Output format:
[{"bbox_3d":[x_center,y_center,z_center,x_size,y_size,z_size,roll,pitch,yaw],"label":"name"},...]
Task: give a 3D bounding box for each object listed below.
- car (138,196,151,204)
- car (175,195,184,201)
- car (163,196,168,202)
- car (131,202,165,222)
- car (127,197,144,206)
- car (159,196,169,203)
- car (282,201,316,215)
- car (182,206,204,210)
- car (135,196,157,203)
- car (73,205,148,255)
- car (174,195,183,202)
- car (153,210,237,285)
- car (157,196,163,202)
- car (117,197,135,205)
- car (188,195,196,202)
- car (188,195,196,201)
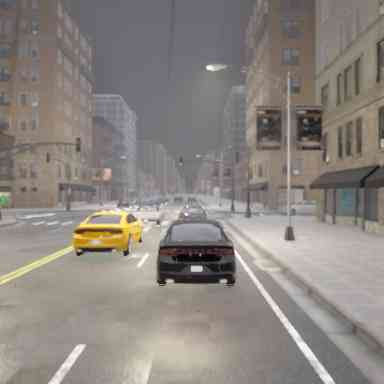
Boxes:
[{"bbox_3d":[-9.738,1.645,68.732,2.128,1.511,4.902,0,0,0],"label":"car"},{"bbox_3d":[-3.235,1.563,88.293,2.033,1.411,5.357,0,0,0],"label":"car"},{"bbox_3d":[-6.488,1.667,66.899,2.033,1.411,5.357,0,0,0],"label":"car"},{"bbox_3d":[-3.144,1.649,24.946,1.895,1.301,4.718,0,0,0],"label":"car"},{"bbox_3d":[-9.796,1.598,58.500,2.128,1.511,4.902,0,0,1],"label":"car"},{"bbox_3d":[-6.486,1.623,77.073,1.837,1.490,4.892,0,0,0],"label":"car"},{"bbox_3d":[11.726,1.629,34.512,4.674,1.442,1.812,0,0,0],"label":"car"},{"bbox_3d":[0.058,1.589,21.228,2.033,1.411,5.357,0,0,0],"label":"car"},{"bbox_3d":[-6.577,1.615,47.647,1.812,1.442,4.674,0,0,0],"label":"car"},{"bbox_3d":[-3.151,1.504,13.391,1.882,1.535,5.008,0,0,0],"label":"car"},{"bbox_3d":[-3.236,1.634,77.873,1.837,1.490,4.892,0,0,0],"label":"car"},{"bbox_3d":[0.102,1.497,9.572,1.882,1.535,5.008,0,0,0],"label":"car"},{"bbox_3d":[-6.565,1.630,56.749,1.812,1.442,4.674,0,0,0],"label":"car"},{"bbox_3d":[-9.836,1.597,49.316,1.837,1.490,4.892,0,0,0],"label":"car"},{"bbox_3d":[0.014,1.612,77.872,1.882,1.535,5.008,0,0,0],"label":"car"},{"bbox_3d":[0.015,1.501,88.292,1.882,1.535,5.008,0,0,0],"label":"car"}]
